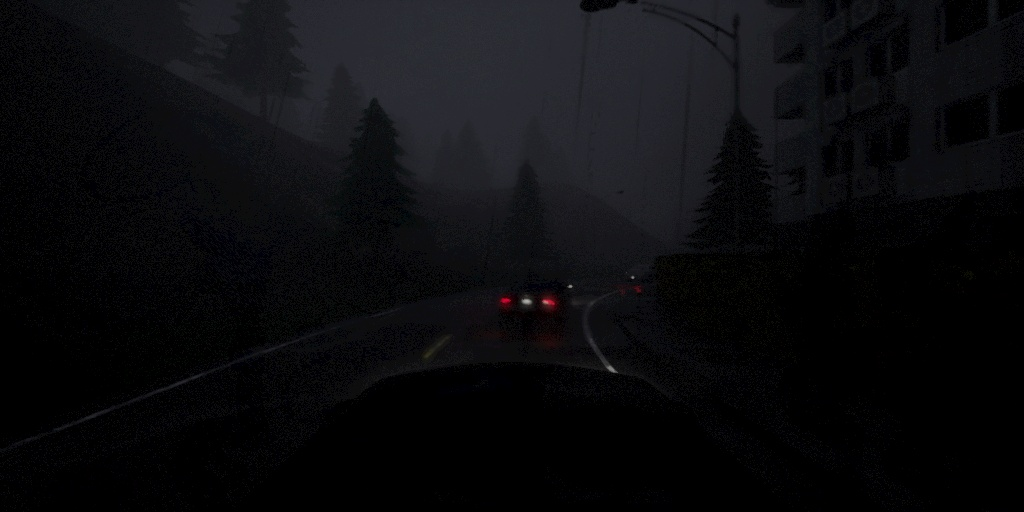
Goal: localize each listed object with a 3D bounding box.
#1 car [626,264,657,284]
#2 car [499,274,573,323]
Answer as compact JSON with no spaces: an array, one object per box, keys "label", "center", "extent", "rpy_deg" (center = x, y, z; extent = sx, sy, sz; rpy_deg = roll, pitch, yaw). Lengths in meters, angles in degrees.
[{"label":"car","center":[10.677,1.359,28.075],"extent":[4.674,1.442,1.812],"rpy_deg":[0,0,-41]},{"label":"car","center":[1.002,1.331,12.409],"extent":[2.033,1.411,5.357],"rpy_deg":[0,0,13]}]
